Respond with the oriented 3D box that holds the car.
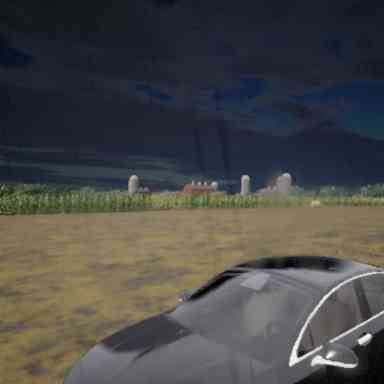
[{"bbox_3d":[1.078,1.562,3.734,4.892,1.490,1.837,1,-1,-38],"label":"car"}]
